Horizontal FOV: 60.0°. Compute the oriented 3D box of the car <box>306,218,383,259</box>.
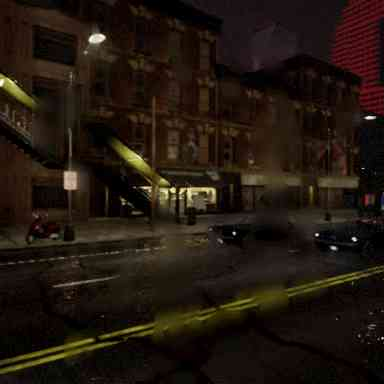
[{"bbox_3d":[6.880,1.718,13.204,4.718,1.301,1.895,1,0,-36],"label":"car"}]

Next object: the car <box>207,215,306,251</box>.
[{"bbox_3d":[2.954,1.697,14.702,4.718,1.301,1.895,1,0,-36],"label":"car"}]
